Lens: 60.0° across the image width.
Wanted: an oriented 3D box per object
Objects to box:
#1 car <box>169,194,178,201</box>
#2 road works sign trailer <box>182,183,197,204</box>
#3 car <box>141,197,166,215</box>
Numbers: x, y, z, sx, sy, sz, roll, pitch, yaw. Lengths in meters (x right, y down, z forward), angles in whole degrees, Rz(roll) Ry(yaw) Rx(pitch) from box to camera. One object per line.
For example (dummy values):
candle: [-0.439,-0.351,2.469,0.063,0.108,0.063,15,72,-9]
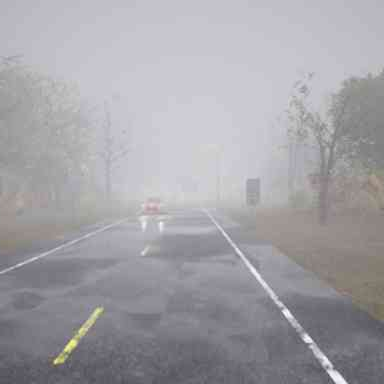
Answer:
car: [-4.067,1.244,75.205,2.033,1.411,5.357,0,0,-1]
road works sign trailer: [-0.324,0.331,57.047,2.380,3.560,2.880,0,0,1]
car: [-3.705,1.277,32.777,2.097,1.767,4.553,0,0,0]
